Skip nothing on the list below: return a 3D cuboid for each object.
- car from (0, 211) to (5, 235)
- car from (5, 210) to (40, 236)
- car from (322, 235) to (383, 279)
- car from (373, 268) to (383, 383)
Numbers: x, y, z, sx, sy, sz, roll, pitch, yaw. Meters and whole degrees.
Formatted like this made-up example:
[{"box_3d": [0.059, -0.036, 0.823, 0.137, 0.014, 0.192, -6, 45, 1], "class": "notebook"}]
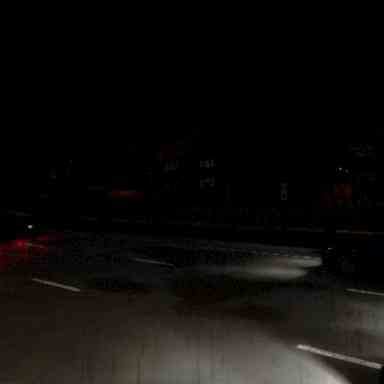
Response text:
[{"box_3d": [-12.141, 1.530, 16.945, 5.566, 2.045, 2.150, -1, -1, 35], "class": "car"}, {"box_3d": [-11.244, 1.855, 20.594, 4.674, 1.442, 1.812, -1, -1, 36], "class": "car"}, {"box_3d": [5.809, 1.527, 8.446, 4.674, 1.442, 1.812, -1, -1, 35], "class": "car"}, {"box_3d": [3.221, 1.537, 1.695, 4.181, 1.385, 1.994, -1, -1, 35], "class": "car"}]
